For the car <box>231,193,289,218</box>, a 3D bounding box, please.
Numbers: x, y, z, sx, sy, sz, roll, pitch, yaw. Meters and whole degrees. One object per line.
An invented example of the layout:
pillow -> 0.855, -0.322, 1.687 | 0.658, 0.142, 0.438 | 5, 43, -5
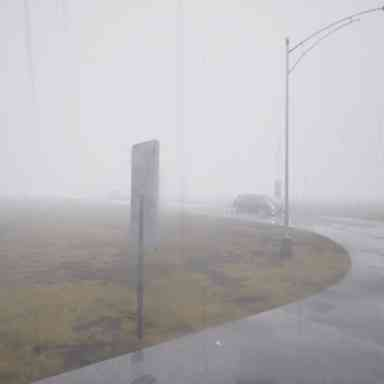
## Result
car -> 4.979, 0.935, 24.683 | 2.097, 1.767, 4.553 | 1, 0, -35

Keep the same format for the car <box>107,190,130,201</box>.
car -> -10.367, 0.480, 46.477 | 1.837, 1.490, 4.892 | 1, 1, -35
